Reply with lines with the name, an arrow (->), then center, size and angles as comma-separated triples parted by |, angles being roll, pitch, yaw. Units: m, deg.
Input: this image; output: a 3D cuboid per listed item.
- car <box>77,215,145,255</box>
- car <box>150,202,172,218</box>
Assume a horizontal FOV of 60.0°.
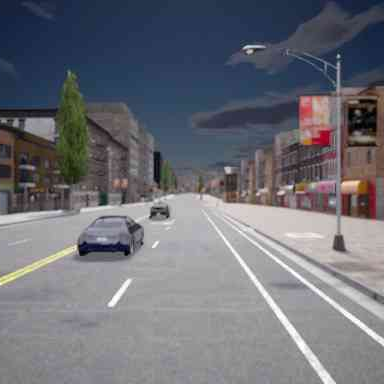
car -> -3.146, 1.645, 13.620 | 1.994, 1.385, 4.181 | 0, -1, 0
car -> -3.137, 1.829, 33.644 | 1.837, 1.490, 4.892 | 0, -1, 0
